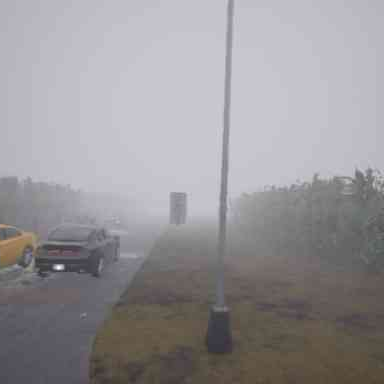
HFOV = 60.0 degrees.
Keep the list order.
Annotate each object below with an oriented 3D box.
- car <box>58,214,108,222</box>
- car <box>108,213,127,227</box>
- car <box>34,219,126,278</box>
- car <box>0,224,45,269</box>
[{"bbox_3d":[-6.950,2.186,20.428,2.128,1.511,4.902,2,-3,-2],"label":"car"},{"bbox_3d":[-7.384,2.699,31.705,1.812,1.442,4.674,2,-3,-2],"label":"car"},{"bbox_3d":[-3.759,1.930,11.595,1.837,1.490,4.892,2,-3,-2],"label":"car"},{"bbox_3d":[-6.581,1.713,10.069,1.882,1.535,5.008,2,-3,-1],"label":"car"}]
